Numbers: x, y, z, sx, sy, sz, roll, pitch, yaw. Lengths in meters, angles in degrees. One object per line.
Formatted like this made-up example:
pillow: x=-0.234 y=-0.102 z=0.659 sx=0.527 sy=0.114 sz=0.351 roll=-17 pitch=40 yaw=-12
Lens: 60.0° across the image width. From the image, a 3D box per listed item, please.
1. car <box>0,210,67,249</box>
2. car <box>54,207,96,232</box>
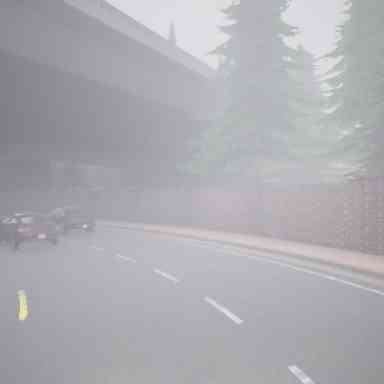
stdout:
car: x=-7.840 y=1.724 z=15.729 sx=1.812 sy=1.442 sz=4.674 roll=-1 pitch=0 yaw=-42
car: x=-7.740 y=1.707 z=20.529 sx=1.837 sy=1.490 sz=4.892 roll=-1 pitch=0 yaw=-44
